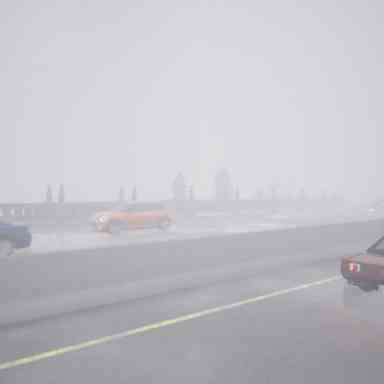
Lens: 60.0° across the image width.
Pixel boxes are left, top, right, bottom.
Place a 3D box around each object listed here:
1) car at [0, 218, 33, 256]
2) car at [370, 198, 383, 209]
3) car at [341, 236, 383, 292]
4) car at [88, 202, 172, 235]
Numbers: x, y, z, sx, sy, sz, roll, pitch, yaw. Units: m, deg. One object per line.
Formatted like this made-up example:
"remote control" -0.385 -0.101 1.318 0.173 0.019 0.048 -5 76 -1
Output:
"car" -8.093 1.478 11.120 5.008 1.535 1.882 0 0 -36
"car" 26.235 1.627 46.550 1.837 1.490 4.892 0 0 34
"car" 5.576 1.604 7.723 4.718 1.301 1.895 0 0 -36
"car" -3.440 1.355 18.754 4.553 1.767 2.097 0 0 -36
